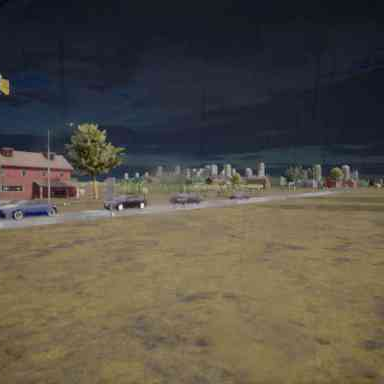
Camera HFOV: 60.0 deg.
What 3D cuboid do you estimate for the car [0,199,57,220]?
[{"bbox_3d":[-12.369,1.259,25.014,1.994,1.385,4.181,1,2,34],"label":"car"}]

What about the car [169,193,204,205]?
[{"bbox_3d":[-0.562,0.835,41.321,2.033,1.411,5.357,1,2,36],"label":"car"}]

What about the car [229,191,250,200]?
[{"bbox_3d":[7.452,0.568,52.269,1.994,1.385,4.181,1,2,36],"label":"car"}]

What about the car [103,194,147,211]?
[{"bbox_3d":[-6.566,1.002,33.027,1.837,1.490,4.892,1,2,36],"label":"car"}]
